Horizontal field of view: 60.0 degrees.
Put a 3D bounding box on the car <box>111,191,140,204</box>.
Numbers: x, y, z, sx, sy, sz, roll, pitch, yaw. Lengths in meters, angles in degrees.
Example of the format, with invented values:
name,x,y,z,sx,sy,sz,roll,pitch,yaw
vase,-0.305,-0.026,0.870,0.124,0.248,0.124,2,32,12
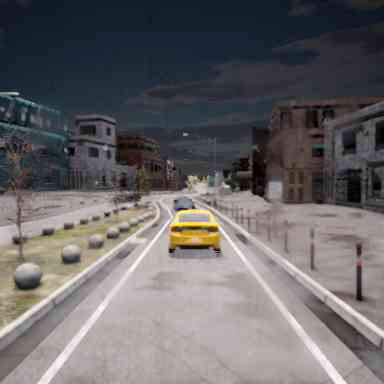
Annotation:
name,x,y,z,sx,sy,sz,roll,pitch,yaw
car,-8.073,0.584,41.442,2.033,1.411,5.357,0,3,13

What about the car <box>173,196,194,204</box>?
name,x,y,z,sx,sy,sz,roll,pitch,yaw
car,-0.877,1.138,34.081,1.994,1.385,4.181,0,5,-8

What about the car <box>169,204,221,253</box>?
name,x,y,z,sx,sy,sz,roll,pitch,yaw
car,0.096,1.477,13.822,1.882,1.535,5.008,0,0,0
